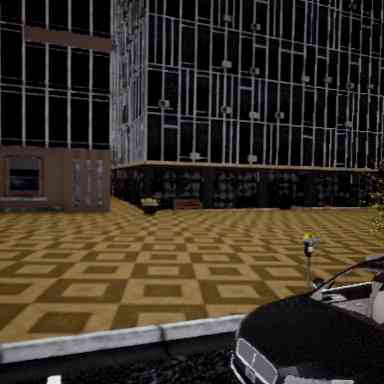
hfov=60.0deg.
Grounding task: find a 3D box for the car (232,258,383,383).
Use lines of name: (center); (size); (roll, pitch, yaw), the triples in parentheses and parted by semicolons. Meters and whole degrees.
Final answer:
car: (2.593, 1.498, 3.836); (4.403, 1.369, 2.008); (1, 1, -21)
